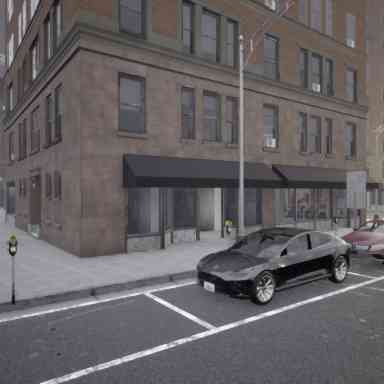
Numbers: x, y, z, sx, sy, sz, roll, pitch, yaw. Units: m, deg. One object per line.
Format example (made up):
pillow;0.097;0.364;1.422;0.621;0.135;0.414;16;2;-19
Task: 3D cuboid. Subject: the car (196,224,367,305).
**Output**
car;2.120;1.566;8.080;4.313;1.339;1.947;0;0;-36

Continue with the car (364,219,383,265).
car;6.582;1.582;11.298;4.206;1.307;1.802;0;0;-36
